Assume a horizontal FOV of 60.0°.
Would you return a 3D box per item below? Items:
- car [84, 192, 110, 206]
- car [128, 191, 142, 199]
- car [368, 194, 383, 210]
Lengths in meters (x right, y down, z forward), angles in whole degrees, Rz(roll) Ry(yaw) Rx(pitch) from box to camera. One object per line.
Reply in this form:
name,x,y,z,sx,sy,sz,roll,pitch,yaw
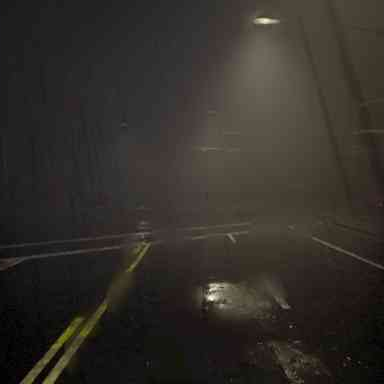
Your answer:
car,-10.589,0.803,37.393,1.882,1.535,5.008,0,2,0
car,-10.650,0.561,62.131,1.812,1.442,4.674,0,1,0
car,18.888,0.624,29.801,5.566,2.045,2.150,0,1,0
